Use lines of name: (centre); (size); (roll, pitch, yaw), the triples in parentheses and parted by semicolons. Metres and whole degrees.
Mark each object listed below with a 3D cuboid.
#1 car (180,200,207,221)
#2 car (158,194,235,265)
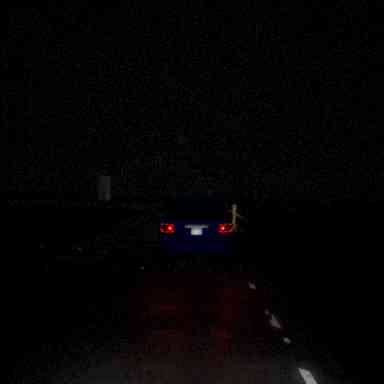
car: (0.069, 1.300, 25.099); (1.895, 1.301, 4.718); (0, 1, -1)
car: (0.104, 1.083, 11.263); (2.150, 2.045, 5.566); (0, 1, 0)
